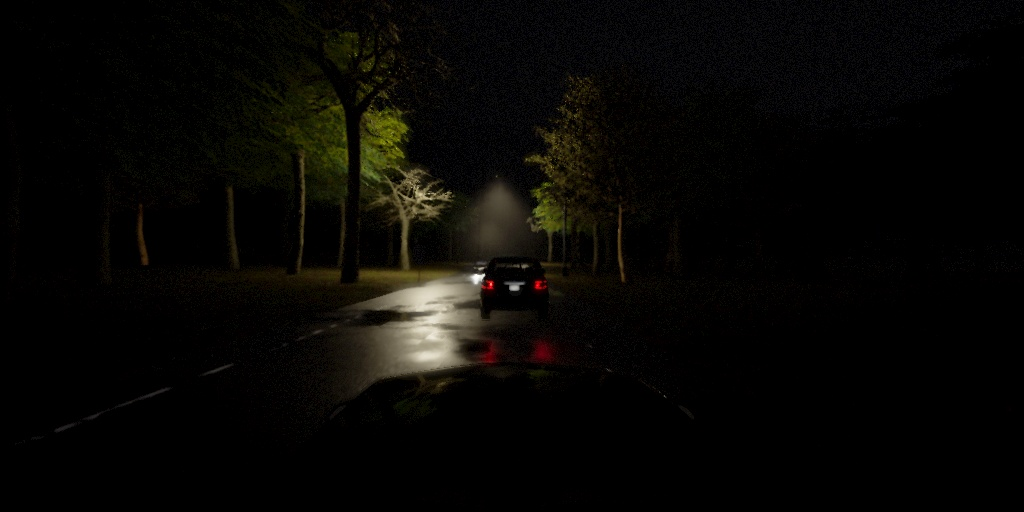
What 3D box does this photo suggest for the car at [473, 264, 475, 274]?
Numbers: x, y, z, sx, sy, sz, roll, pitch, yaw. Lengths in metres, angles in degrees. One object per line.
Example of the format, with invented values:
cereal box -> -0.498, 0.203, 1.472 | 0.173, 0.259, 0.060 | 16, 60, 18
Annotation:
car -> -3.756, 1.369, 44.217 | 2.128, 1.511, 4.902 | 0, 0, -2

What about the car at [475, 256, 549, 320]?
car -> 0.081, 1.048, 13.142 | 2.150, 2.045, 5.566 | 0, -1, 0
